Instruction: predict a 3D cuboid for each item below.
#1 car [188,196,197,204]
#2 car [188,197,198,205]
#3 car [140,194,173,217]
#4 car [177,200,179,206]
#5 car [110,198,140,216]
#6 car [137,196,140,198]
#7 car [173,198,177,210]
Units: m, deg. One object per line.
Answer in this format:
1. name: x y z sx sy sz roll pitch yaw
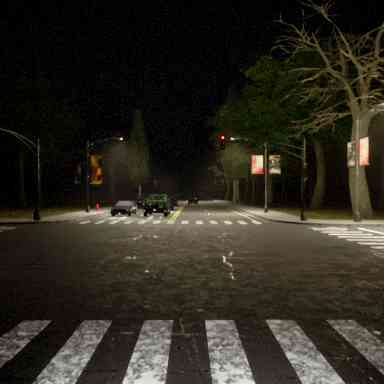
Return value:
1. car: 0.190 1.739 72.598 1.882 1.535 5.008 0 0 0
2. car: 0.221 1.672 62.231 2.128 1.511 4.902 0 0 0
3. car: -3.289 1.240 32.085 2.150 2.045 5.566 0 0 0
4. car: -3.236 1.636 53.143 1.812 1.442 4.674 0 0 0
5. car: -6.538 1.566 32.631 2.033 1.411 5.357 0 0 0
6. car: -6.507 1.294 47.319 2.150 2.045 5.566 0 0 0
7. car: -3.262 1.608 41.496 1.994 1.385 4.181 0 0 1
